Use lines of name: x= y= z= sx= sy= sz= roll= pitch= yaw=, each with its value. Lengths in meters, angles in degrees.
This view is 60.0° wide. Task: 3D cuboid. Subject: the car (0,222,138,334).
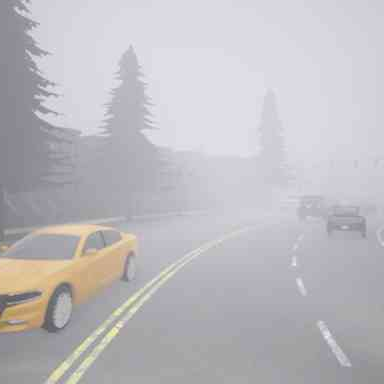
car: x=-2.721 y=1.487 z=7.166 sx=1.882 sy=1.535 sz=5.008 roll=0 pitch=0 yaw=10

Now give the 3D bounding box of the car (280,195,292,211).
car: x=12.782 y=1.280 z=39.843 sx=5.566 sy=2.045 sz=2.150 roll=1 pitch=0 yaw=-43

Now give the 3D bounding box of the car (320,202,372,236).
car: x=8.690 y=1.516 z=18.550 sx=2.128 sy=1.511 sz=4.902 roll=0 pitch=0 yaw=28

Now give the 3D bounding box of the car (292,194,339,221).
car: x=10.540 y=1.258 z=27.283 sx=2.150 sy=2.045 sz=5.566 roll=0 pitch=0 yaw=39

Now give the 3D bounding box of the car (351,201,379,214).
car: x=17.553 y=1.595 z=34.666 sx=5.357 sy=1.411 sz=2.033 roll=0 pitch=0 yaw=-42
